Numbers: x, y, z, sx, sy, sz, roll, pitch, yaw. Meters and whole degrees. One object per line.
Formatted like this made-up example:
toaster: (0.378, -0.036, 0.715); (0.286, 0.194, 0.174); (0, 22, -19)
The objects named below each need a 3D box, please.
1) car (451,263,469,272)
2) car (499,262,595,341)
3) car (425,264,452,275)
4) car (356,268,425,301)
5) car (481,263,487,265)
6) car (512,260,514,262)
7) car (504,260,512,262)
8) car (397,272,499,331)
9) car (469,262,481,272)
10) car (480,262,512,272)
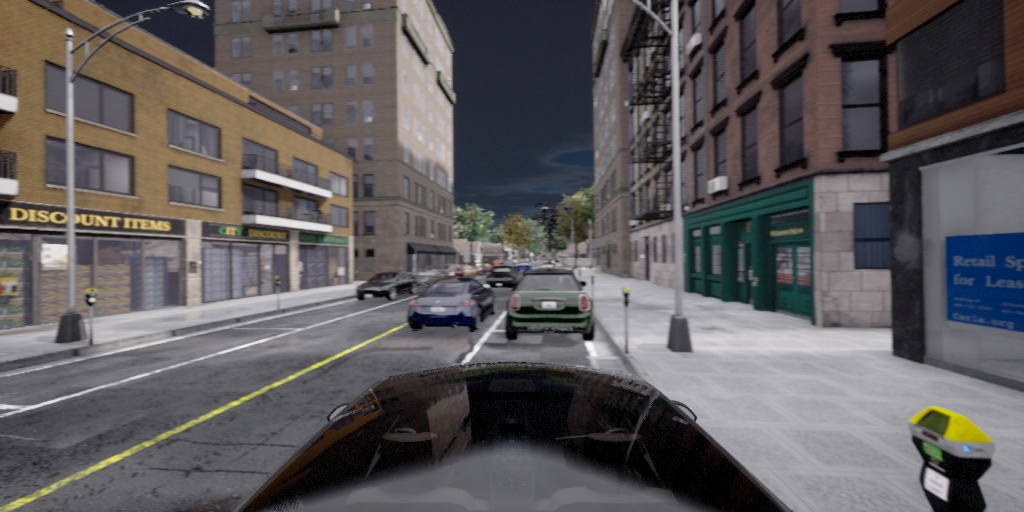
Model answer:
car: (-5.193, 1.402, 29.756); (1.967, 1.591, 4.097); (0, 0, 6)
car: (1.069, 1.131, 10.191); (2.097, 1.767, 4.553); (-1, 0, 6)
car: (-5.796, 1.490, 24.271); (2.007, 1.370, 4.403); (0, 0, 6)
car: (-6.399, 1.484, 18.786); (1.948, 1.339, 4.313); (0, 0, 6)
car: (-3.987, 1.449, 40.728); (1.967, 1.591, 4.097); (0, 0, 6)
car: (1.446, 1.418, 40.953); (1.882, 1.535, 5.008); (-1, -1, 6)
car: (-0.588, 1.357, 47.875); (2.097, 1.767, 4.553); (-1, 0, 7)
car: (-1.707, 1.383, 11.346); (1.994, 1.385, 4.181); (-1, 0, 6)
car: (-4.609, 1.511, 35.073); (1.751, 1.417, 4.829); (0, 0, 6)
car: (-0.467, 1.368, 22.653); (1.837, 1.490, 4.892); (-1, 0, 6)
